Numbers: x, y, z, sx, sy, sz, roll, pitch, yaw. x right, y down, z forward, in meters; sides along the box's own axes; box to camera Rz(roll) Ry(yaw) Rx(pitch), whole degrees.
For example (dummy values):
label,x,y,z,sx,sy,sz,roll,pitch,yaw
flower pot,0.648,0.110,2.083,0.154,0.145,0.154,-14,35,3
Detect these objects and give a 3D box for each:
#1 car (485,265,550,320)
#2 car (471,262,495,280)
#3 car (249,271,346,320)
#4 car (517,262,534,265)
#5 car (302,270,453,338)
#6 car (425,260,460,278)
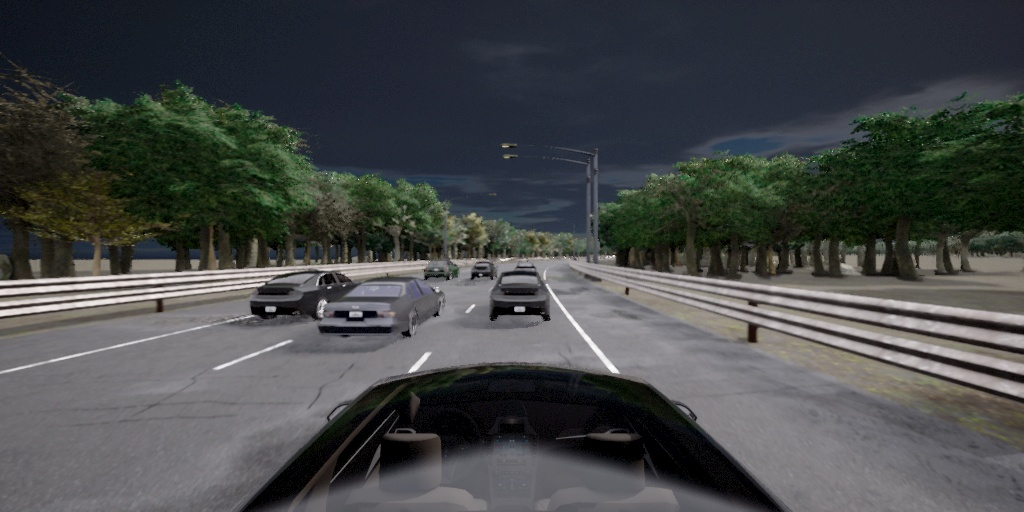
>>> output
label,x,y,z,sx,sy,sz,roll,pitch,yaw
car,0.287,1.253,12.547,1.837,1.490,4.892,0,0,2
car,-2.293,1.242,30.755,1.837,1.490,4.892,0,0,4
car,-6.713,1.247,12.487,1.837,1.490,4.892,0,0,1
car,1.203,1.229,30.615,2.128,1.511,4.902,0,0,4
car,-3.283,1.293,10.178,2.033,1.411,5.357,0,0,1
car,-5.823,1.087,30.372,2.097,1.767,4.553,0,0,4
